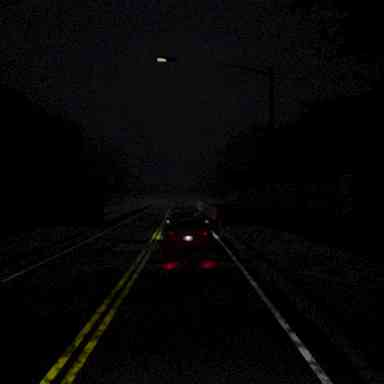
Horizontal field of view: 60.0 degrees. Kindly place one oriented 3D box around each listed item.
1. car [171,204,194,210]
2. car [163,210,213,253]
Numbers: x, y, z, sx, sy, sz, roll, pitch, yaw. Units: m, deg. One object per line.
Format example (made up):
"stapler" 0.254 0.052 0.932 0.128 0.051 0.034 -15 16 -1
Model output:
"car" -0.818 1.761 29.369 2.128 1.511 4.902 0 0 -2
"car" -0.190 1.695 14.331 1.994 1.385 4.181 0 0 -2
